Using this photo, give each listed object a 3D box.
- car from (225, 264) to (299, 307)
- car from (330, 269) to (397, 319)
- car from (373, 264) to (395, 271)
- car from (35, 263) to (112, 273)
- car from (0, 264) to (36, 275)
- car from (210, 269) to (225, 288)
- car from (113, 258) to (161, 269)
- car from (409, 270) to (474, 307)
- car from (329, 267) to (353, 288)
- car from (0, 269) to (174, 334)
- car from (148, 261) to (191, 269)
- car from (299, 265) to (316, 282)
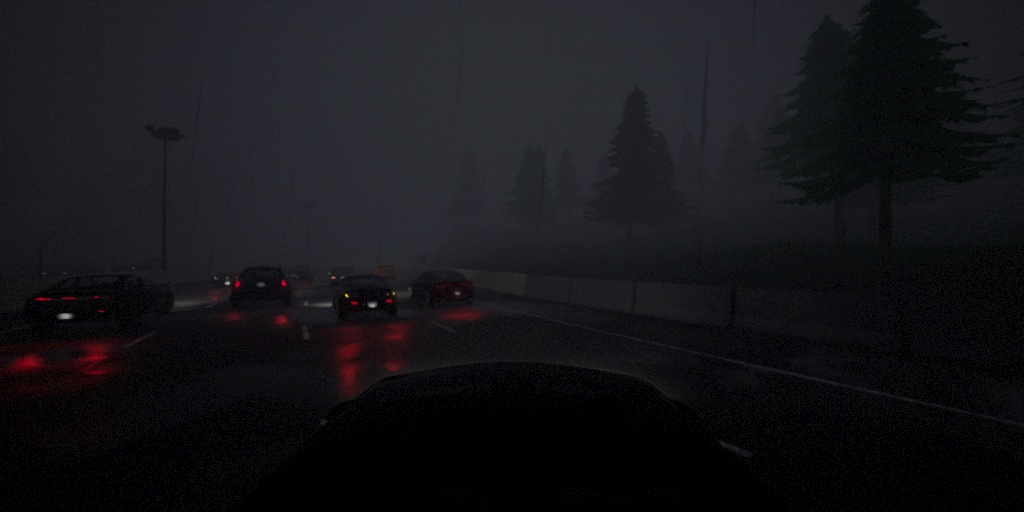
[{"bbox_3d":[-11.282,1.224,16.555,2.097,1.767,4.553,0,-1,-28],"label":"car"},{"bbox_3d":[-5.553,1.380,13.391,1.812,1.442,4.674,0,-1,-29],"label":"car"},{"bbox_3d":[-12.751,1.542,35.840,1.882,1.535,5.008,0,0,-23],"label":"car"},{"bbox_3d":[-42.746,1.534,35.208,2.033,1.411,5.357,0,-1,-20],"label":"car"},{"bbox_3d":[-46.131,1.461,34.402,2.128,1.511,4.902,0,-1,-20],"label":"car"},{"bbox_3d":[-19.901,1.549,25.975,1.895,1.301,4.718,0,-1,-25],"label":"car"},{"bbox_3d":[-40.215,1.251,38.649,2.150,2.045,5.566,0,-1,-19],"label":"car"},{"bbox_3d":[-3.414,1.371,16.722,1.882,1.535,5.008,0,0,-29],"label":"car"},{"bbox_3d":[-12.358,1.517,26.319,2.033,1.411,5.357,0,-1,-25],"label":"car"},{"bbox_3d":[-12.267,1.307,11.040,2.128,1.511,4.902,0,-1,-29],"label":"car"},{"bbox_3d":[-36.585,1.564,38.863,1.812,1.442,4.674,0,-1,-19],"label":"car"},{"bbox_3d":[-18.500,1.532,31.476,1.812,1.442,4.674,0,0,-23],"label":"car"}]
